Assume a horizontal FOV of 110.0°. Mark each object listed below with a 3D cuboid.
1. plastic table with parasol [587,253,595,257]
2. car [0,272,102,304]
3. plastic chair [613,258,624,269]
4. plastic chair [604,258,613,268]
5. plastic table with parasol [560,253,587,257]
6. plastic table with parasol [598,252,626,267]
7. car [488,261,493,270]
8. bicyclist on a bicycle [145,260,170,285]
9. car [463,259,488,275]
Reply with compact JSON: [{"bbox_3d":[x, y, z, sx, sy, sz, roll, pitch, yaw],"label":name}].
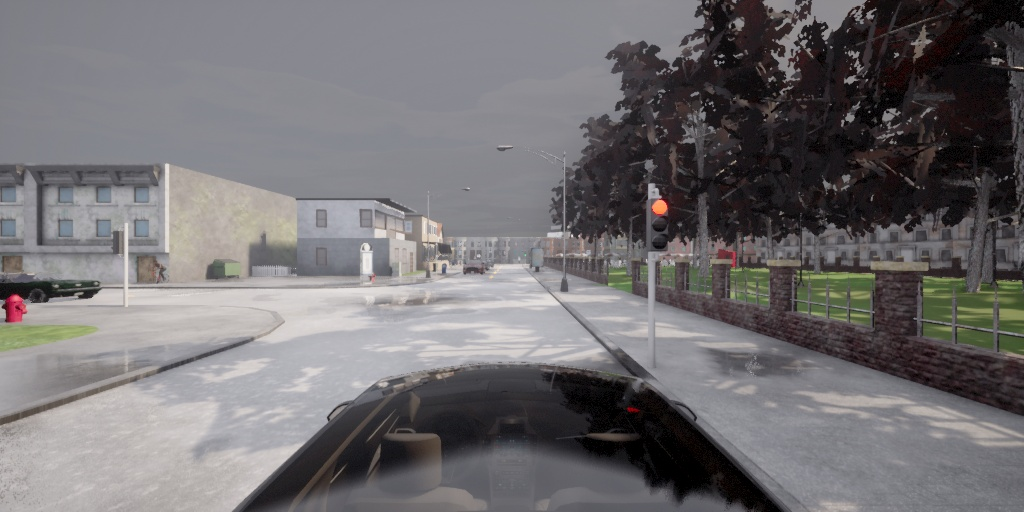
[{"bbox_3d":[14.655,0.673,63.244,2.482,2.480,2.482,0,0,-42],"label":"plastic table with parasol"},{"bbox_3d":[-21.244,1.351,15.755,4.718,1.301,1.895,0,0,0],"label":"car"},{"bbox_3d":[16.012,1.296,54.032,0.750,1.272,0.730,0,0,-40],"label":"plastic chair"},{"bbox_3d":[14.306,1.306,54.128,0.730,1.272,0.750,0,0,-35],"label":"plastic chair"},{"bbox_3d":[9.959,0.684,57.767,2.482,2.480,2.482,0,0,-40],"label":"plastic table with parasol"},{"bbox_3d":[15.279,0.694,55.030,2.482,2.480,2.482,0,0,-40],"label":"plastic table with parasol"},{"bbox_3d":[-4.107,1.297,49.826,2.033,1.411,5.357,0,0,0],"label":"car"},{"bbox_3d":[-23.866,1.098,24.154,0.582,1.620,1.656,0,0,0],"label":"bicyclist on a bicycle"},{"bbox_3d":[-4.108,1.102,39.537,2.097,1.767,4.553,0,0,0],"label":"car"}]
